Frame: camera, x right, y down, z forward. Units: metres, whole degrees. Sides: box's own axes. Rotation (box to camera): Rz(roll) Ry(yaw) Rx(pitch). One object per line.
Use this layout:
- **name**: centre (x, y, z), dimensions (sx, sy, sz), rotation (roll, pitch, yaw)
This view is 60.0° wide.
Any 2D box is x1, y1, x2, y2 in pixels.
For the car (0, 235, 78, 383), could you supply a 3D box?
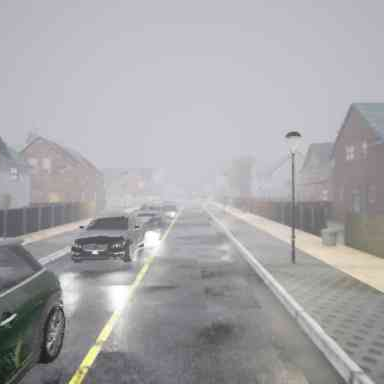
- **car**: centre (-2.851, 1.356, 2.839), dimensions (2.097, 1.767, 4.553), rotation (0, 0, 0)

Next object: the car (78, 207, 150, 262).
- **car**: centre (-2.863, 1.522, 12.243), dimensions (1.837, 1.490, 4.892), rotation (0, 0, 0)

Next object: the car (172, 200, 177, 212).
- **car**: centre (-2.833, 1.678, 40.804), dimensions (1.994, 1.385, 4.181), rotation (0, 0, 0)

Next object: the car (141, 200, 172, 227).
- **car**: centre (-2.841, 1.539, 23.251), dimensions (2.128, 1.511, 4.902), rotation (0, 0, 1)

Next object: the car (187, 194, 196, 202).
- **car**: centre (-0.177, 1.700, 95.345), dimensions (2.150, 2.045, 5.566), rotation (0, -1, 0)
